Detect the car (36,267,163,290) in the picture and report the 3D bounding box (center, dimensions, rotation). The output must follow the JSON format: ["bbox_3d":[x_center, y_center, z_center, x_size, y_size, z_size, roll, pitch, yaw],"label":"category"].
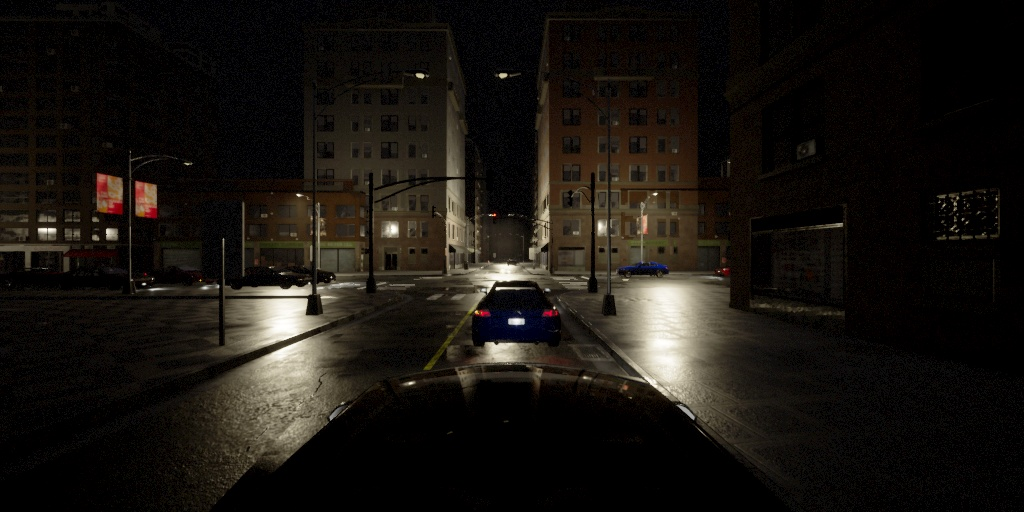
[{"bbox_3d":[-25.837,1.390,22.590,5.357,1.411,2.033,0,0,0],"label":"car"}]

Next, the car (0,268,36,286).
[{"bbox_3d":[-33.715,1.469,25.806,4.718,1.301,1.895,0,0,0],"label":"car"}]

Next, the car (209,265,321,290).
[{"bbox_3d":[-15.457,1.350,22.638,5.357,1.411,2.033,0,0,0],"label":"car"}]

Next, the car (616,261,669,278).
[{"bbox_3d":[11.860,1.218,32.719,4.674,1.442,1.812,0,0,0],"label":"car"}]

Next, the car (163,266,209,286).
[{"bbox_3d":[-23.824,1.399,25.845,4.181,1.385,1.994,0,0,-1],"label":"car"}]

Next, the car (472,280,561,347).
[{"bbox_3d":[0.096,1.314,9.355,1.994,1.385,4.181,0,0,0],"label":"car"}]

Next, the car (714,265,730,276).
[{"bbox_3d":[20.900,1.225,32.758,4.181,1.385,1.994,0,0,0],"label":"car"}]

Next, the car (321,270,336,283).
[{"bbox_3d":[-15.043,1.365,25.889,4.181,1.385,1.994,0,0,0],"label":"car"}]
